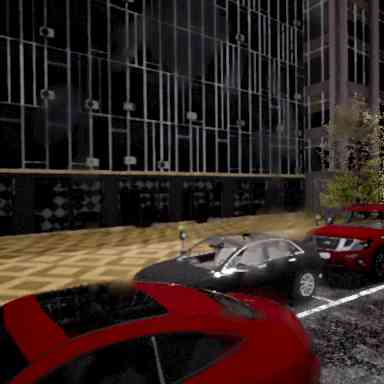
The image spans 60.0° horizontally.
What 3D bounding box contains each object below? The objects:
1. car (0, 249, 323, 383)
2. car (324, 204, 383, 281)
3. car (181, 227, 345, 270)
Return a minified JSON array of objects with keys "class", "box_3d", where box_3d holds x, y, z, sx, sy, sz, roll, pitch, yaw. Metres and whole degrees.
[{"class":"car","box_3d":[-0.956,1.525,2.390,4.674,1.442,1.812,0,0,-35]},{"class":"car","box_3d":[5.460,1.302,10.005,5.009,1.841,2.192,0,-1,-35]},{"class":"car","box_3d":[0.862,1.545,6.724,4.403,1.369,2.008,0,-1,-35]}]
